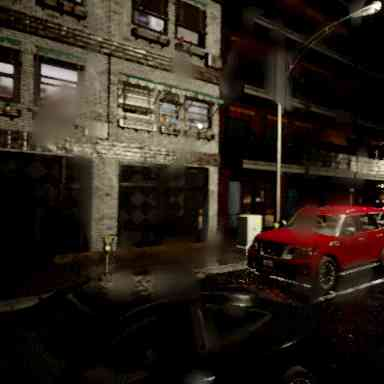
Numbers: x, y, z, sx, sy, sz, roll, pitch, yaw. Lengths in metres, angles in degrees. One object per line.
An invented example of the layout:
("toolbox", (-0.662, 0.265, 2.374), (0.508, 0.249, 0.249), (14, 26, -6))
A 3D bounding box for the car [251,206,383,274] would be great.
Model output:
("car", (3.833, 1.355, 9.249), (5.009, 1.841, 2.192), (0, 1, -36))

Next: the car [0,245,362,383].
("car", (-0.652, 1.531, 2.916), (4.674, 1.442, 1.812), (0, 0, -36))
